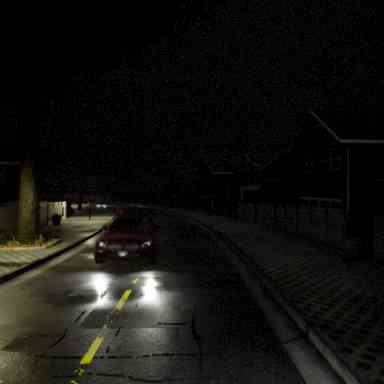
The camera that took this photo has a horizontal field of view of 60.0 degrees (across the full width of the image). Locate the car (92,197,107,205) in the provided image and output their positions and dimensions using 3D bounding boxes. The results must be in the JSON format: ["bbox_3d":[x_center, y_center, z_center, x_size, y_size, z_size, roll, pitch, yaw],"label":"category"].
[{"bbox_3d":[-18.041,1.681,64.408,2.128,1.511,4.902,0,0,-32],"label":"car"}]

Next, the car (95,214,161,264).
[{"bbox_3d":[-2.106,1.545,12.002,1.812,1.442,4.674,0,0,-2],"label":"car"}]
